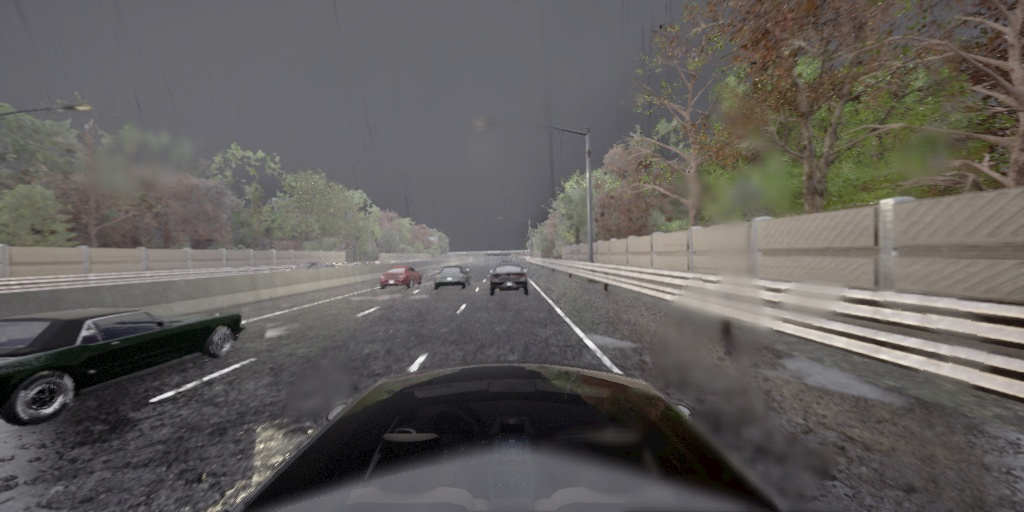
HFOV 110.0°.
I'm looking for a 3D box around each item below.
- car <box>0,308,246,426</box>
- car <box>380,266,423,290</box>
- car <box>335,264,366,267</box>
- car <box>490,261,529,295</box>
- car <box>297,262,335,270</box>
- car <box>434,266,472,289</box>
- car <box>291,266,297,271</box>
[{"bbox_3d":[-6.922,1.514,5.950,1.895,1.301,4.718,-2,0,-1],"label":"car"},{"bbox_3d":[-7.233,1.360,23.657,1.812,1.442,4.674,-2,0,-1],"label":"car"},{"bbox_3d":[-18.237,1.605,42.182,2.033,1.411,5.357,-2,0,-1],"label":"car"},{"bbox_3d":[-0.175,1.144,19.144,1.882,1.535,5.008,-2,0,-1],"label":"car"},{"bbox_3d":[-21.720,1.648,40.942,2.128,1.511,4.902,-2,0,-1],"label":"car"},{"bbox_3d":[-3.726,1.307,23.122,1.994,1.385,4.181,-2,0,-1],"label":"car"},{"bbox_3d":[-25.263,1.590,44.281,2.097,1.767,4.553,-2,0,0],"label":"car"}]
